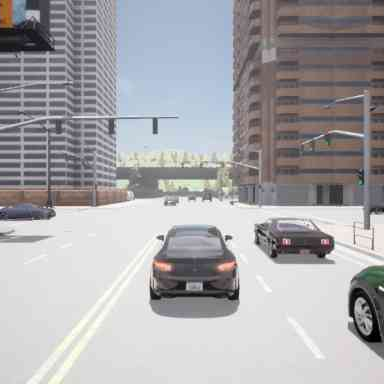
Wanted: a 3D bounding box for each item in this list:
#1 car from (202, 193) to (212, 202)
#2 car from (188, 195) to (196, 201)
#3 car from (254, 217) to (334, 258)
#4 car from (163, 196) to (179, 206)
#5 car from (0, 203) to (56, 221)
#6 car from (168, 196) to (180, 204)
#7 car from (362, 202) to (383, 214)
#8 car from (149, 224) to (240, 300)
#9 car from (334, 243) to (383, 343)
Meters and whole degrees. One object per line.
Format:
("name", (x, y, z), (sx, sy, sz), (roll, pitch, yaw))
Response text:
("car", (3.514, 1.225, 78.002), (2.150, 2.045, 5.566), (0, 0, 0))
("car", (0.014, 1.425, 77.292), (1.837, 1.490, 4.892), (0, 0, 0))
("car", (3.605, 1.601, 12.702), (1.895, 1.301, 4.718), (0, 0, 1))
("car", (-3.590, 1.492, 54.818), (2.128, 1.511, 4.902), (0, 0, -1))
("car", (-13.215, 1.564, 26.723), (4.181, 1.385, 1.994), (0, 0, 0))
("car", (-3.530, 1.492, 65.222), (2.128, 1.511, 4.902), (0, 0, 1))
("car", (19.963, 1.601, 33.724), (4.718, 1.301, 1.895), (0, 0, 1))
("car", (0.062, 1.526, 8.249), (1.812, 1.442, 4.674), (0, 0, 0))
("car", (3.601, 1.352, 3.617), (2.097, 1.767, 4.553), (0, 0, 0))
